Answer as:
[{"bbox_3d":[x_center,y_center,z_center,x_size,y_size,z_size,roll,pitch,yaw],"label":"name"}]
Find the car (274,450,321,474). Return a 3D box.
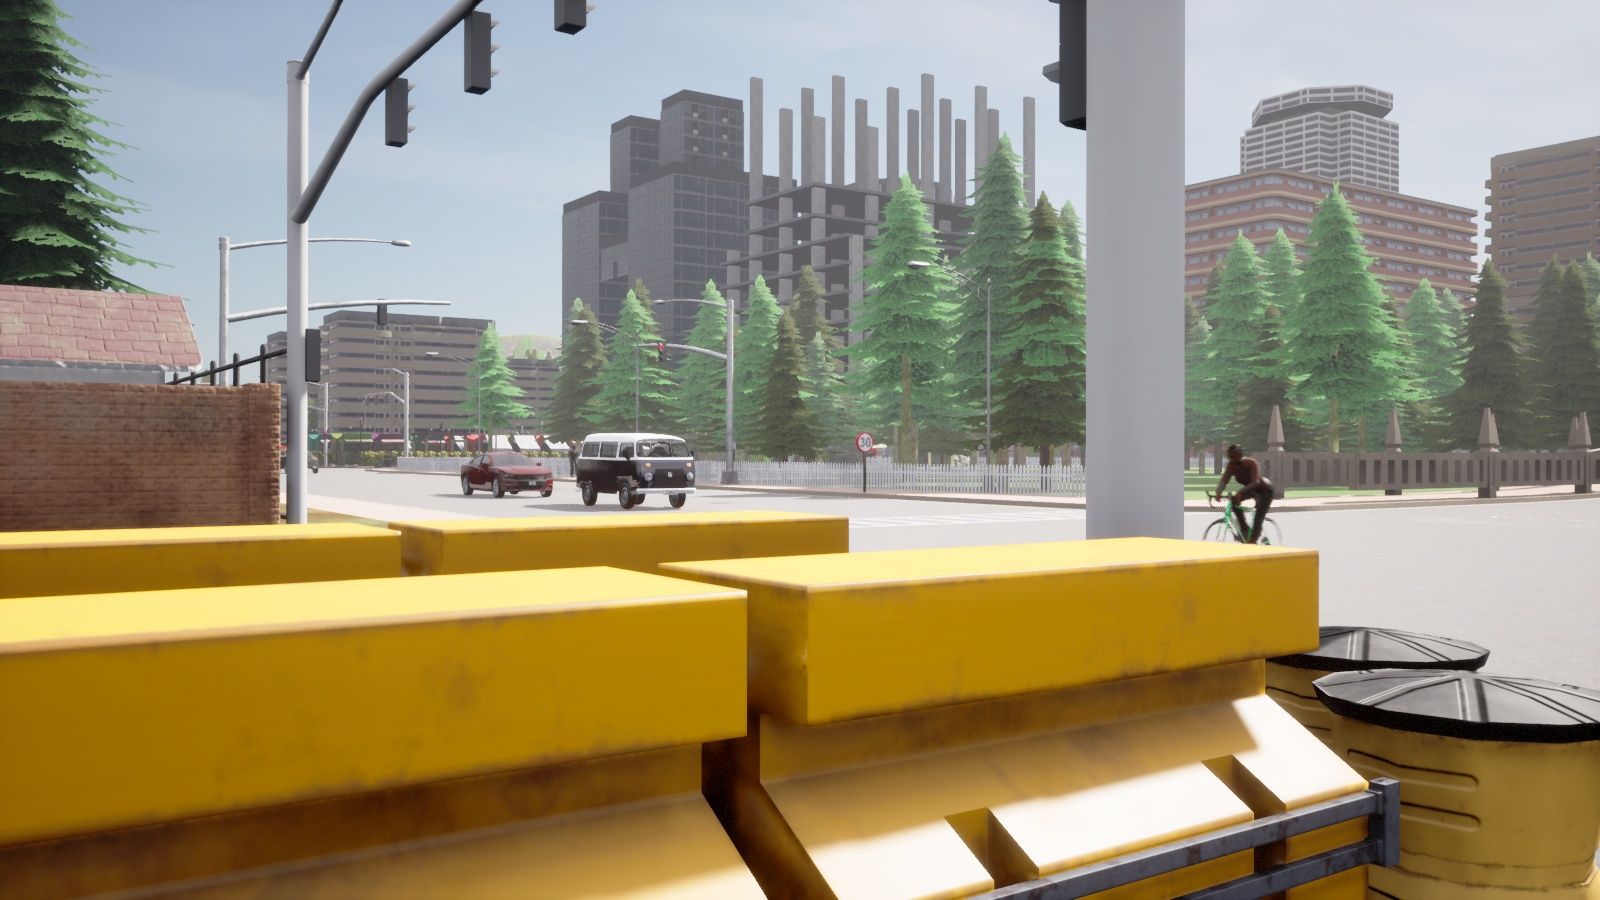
[{"bbox_3d":[-35.247,0.813,88.001,2.152,1.651,5.027,0,0,-33],"label":"car"}]

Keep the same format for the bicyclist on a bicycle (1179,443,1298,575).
[{"bbox_3d":[5.637,0.725,16.110,1.656,1.620,0.582,0,0,-35],"label":"bicyclist on a bicycle"}]

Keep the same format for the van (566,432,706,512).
[{"bbox_3d":[-4.568,0.562,34.452,2.069,2.038,4.480,0,0,-33],"label":"van"}]

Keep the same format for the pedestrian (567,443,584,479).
[{"bbox_3d":[-11.756,0.589,65.676,0.563,1.883,0.849,0,0,-33],"label":"pedestrian"}]

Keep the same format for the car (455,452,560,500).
[{"bbox_3d":[-10.039,0.849,42.856,1.882,1.535,5.008,0,0,-33],"label":"car"}]
